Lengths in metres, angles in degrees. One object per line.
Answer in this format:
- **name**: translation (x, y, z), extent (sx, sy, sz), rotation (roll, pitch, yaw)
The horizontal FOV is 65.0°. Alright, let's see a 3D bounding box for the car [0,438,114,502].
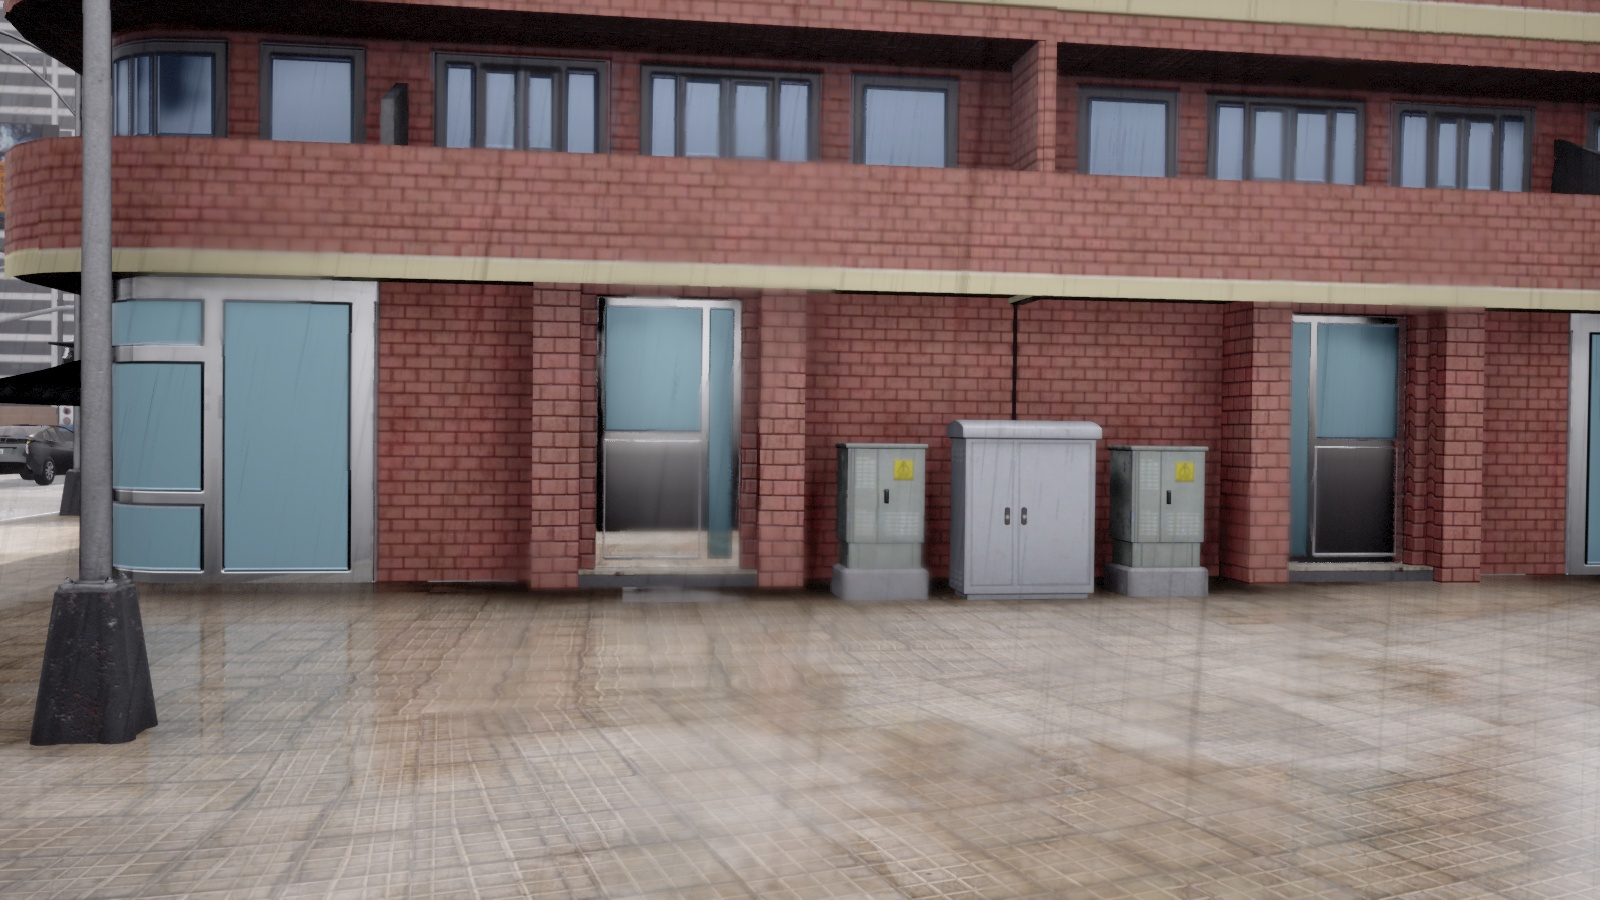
- **car**: translation (-19.882, 0.482, 32.752), extent (2.007, 1.525, 4.514), rotation (-1, 1, -8)

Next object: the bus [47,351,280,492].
- **bus**: translation (-21.347, -0.993, 43.100), extent (3.944, 4.253, 10.273), rotation (-1, 1, -8)
